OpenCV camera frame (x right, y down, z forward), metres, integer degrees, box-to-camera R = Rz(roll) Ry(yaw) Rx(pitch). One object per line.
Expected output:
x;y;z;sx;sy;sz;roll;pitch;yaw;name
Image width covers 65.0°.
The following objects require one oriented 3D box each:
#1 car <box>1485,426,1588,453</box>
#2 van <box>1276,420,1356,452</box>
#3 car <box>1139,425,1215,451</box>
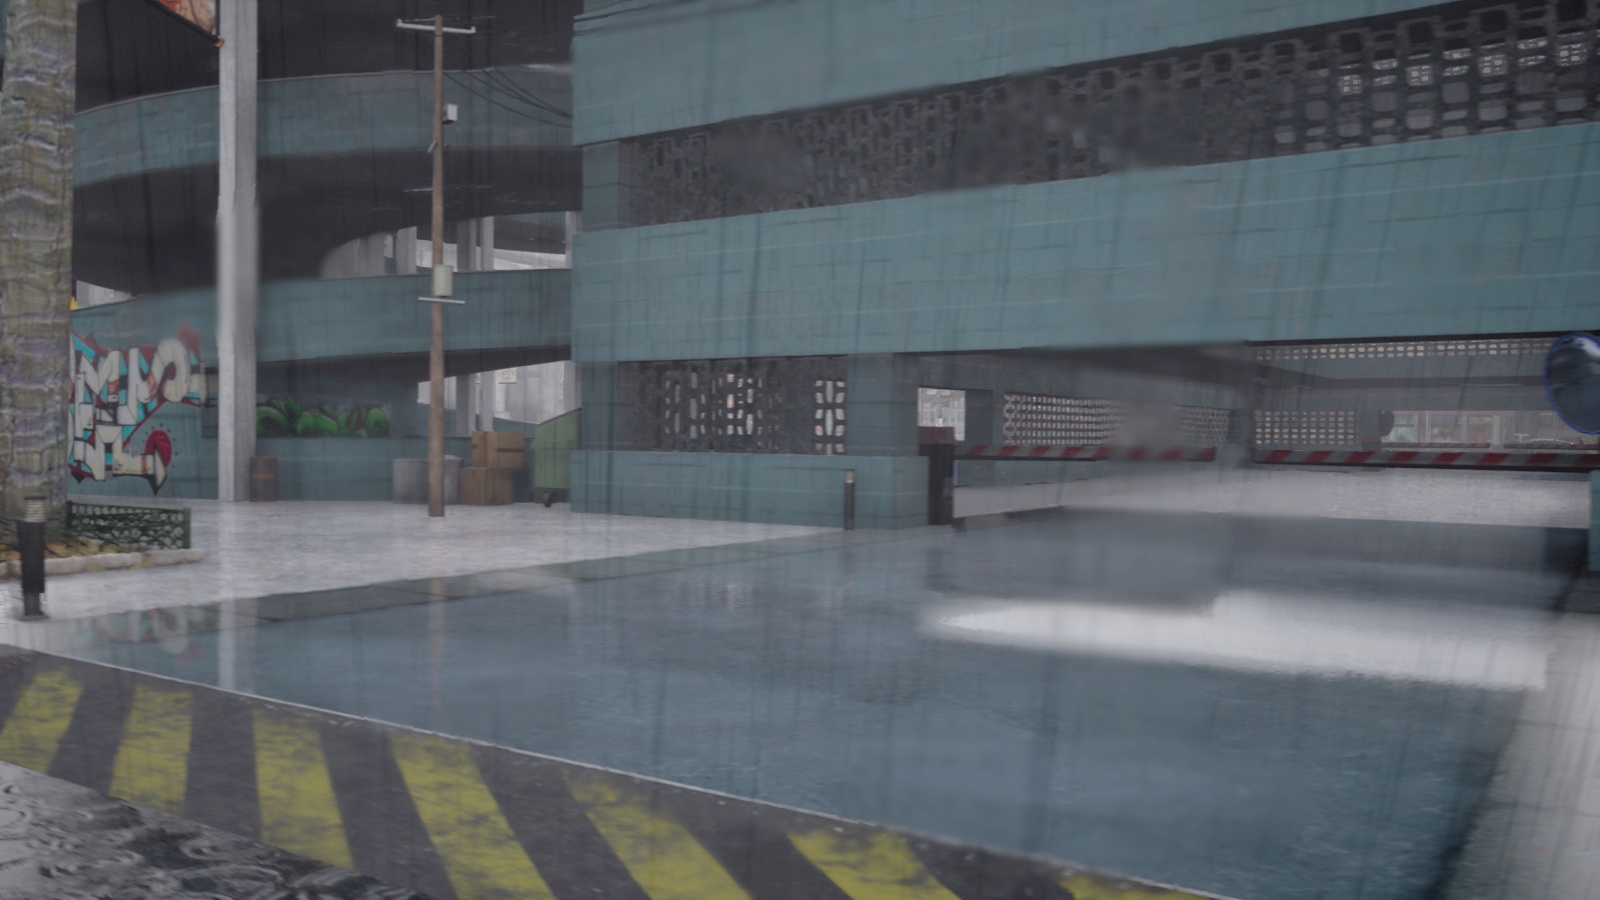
41.395;-0.603;70.660;4.892;1.490;1.837;0;1;34;car
33.043;-0.913;80.453;4.442;1.987;1.775;0;1;34;van
25.618;-0.807;85.376;4.553;1.767;2.097;0;1;34;car
